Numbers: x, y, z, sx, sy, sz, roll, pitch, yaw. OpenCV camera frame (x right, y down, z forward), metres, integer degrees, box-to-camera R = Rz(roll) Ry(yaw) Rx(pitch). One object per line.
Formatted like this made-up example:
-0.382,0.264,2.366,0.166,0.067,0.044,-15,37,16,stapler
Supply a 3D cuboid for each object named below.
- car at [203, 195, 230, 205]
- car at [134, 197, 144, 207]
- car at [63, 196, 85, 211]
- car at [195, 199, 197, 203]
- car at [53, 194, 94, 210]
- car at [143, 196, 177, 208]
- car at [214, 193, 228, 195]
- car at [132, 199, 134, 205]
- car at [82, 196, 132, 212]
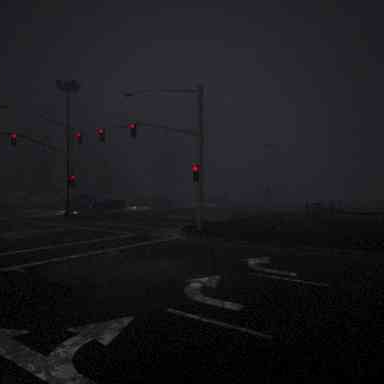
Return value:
4.393,1.601,58.916,1.895,1.301,4.718,0,0,35,car
-5.952,1.352,50.236,2.097,1.767,4.553,0,0,35,car
-12.500,1.547,40.844,2.033,1.411,5.357,0,0,35,car
2.612,1.601,68.440,1.895,1.301,4.718,0,0,35,car
-15.108,1.222,43.214,2.150,2.045,5.566,0,0,35,car
-4.165,1.601,46.678,1.895,1.301,4.718,0,0,35,car
5.466,1.223,66.437,2.150,2.045,5.566,0,0,36,car
-8.318,1.526,52.953,1.812,1.442,4.674,0,0,35,car
-9.762,1.491,38.649,2.128,1.511,4.902,0,0,35,car
